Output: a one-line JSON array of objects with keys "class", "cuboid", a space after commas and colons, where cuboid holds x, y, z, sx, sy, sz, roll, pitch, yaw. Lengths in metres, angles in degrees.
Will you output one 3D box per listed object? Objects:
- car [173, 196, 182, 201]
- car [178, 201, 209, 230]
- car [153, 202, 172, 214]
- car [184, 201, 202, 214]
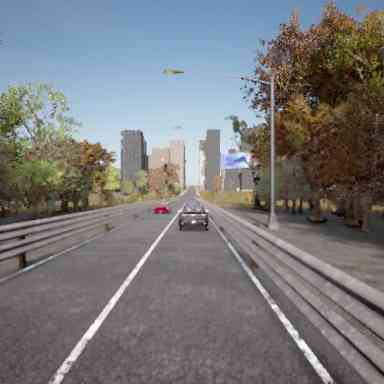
[{"class": "car", "cuboid": [-3.304, 1.545, 78.549, 2.097, 1.767, 4.553, 0, 0, 0]}, {"class": "car", "cuboid": [0.095, 1.588, 22.010, 2.128, 1.511, 4.902, 0, 0, 0]}, {"class": "car", "cuboid": [-3.352, 1.833, 38.015, 1.895, 1.301, 4.718, 0, 0, 0]}, {"class": "car", "cuboid": [0.090, 1.806, 41.127, 2.033, 1.411, 5.357, 0, 0, 0]}]
